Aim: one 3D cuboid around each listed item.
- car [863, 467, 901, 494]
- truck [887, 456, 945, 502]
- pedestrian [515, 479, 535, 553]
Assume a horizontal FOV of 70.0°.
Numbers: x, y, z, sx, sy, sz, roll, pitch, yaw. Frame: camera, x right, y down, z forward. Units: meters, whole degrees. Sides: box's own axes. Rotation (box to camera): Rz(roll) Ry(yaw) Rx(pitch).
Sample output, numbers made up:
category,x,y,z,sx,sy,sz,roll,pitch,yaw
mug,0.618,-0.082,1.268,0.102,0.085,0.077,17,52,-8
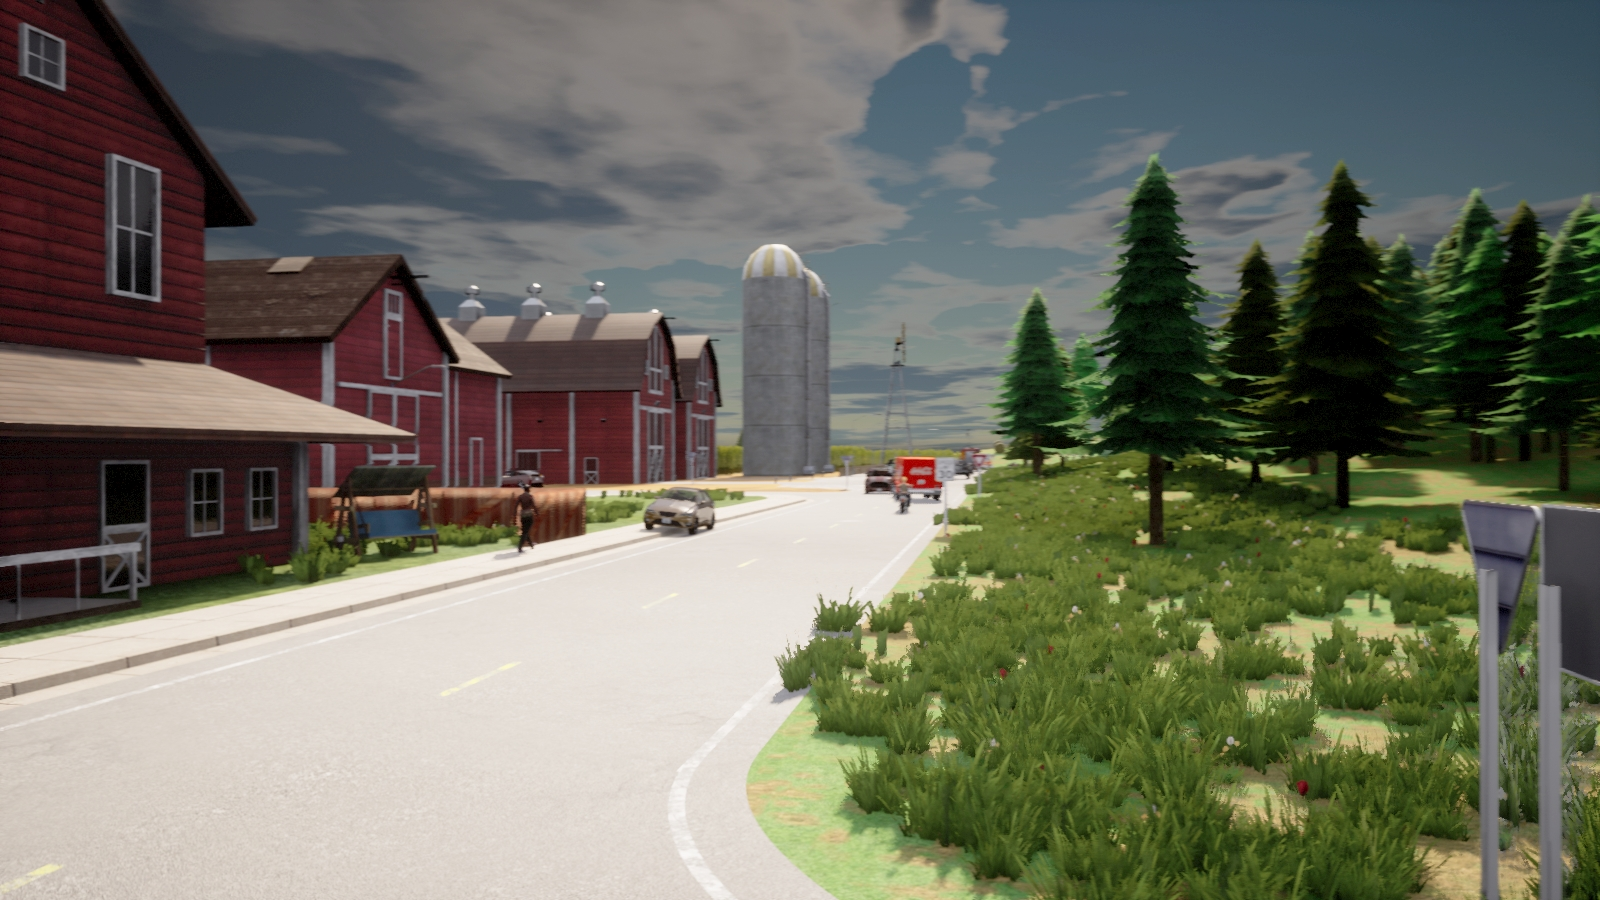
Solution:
category,x,y,z,sx,sy,sz,roll,pitch,yaw
car,5.560,2.023,76.787,2.097,1.767,4.553,0,0,10
truck,6.684,1.640,66.589,2.627,2.467,5.204,0,1,-2
pedestrian,-7.034,1.684,29.243,0.375,1.860,0.375,0,0,13
